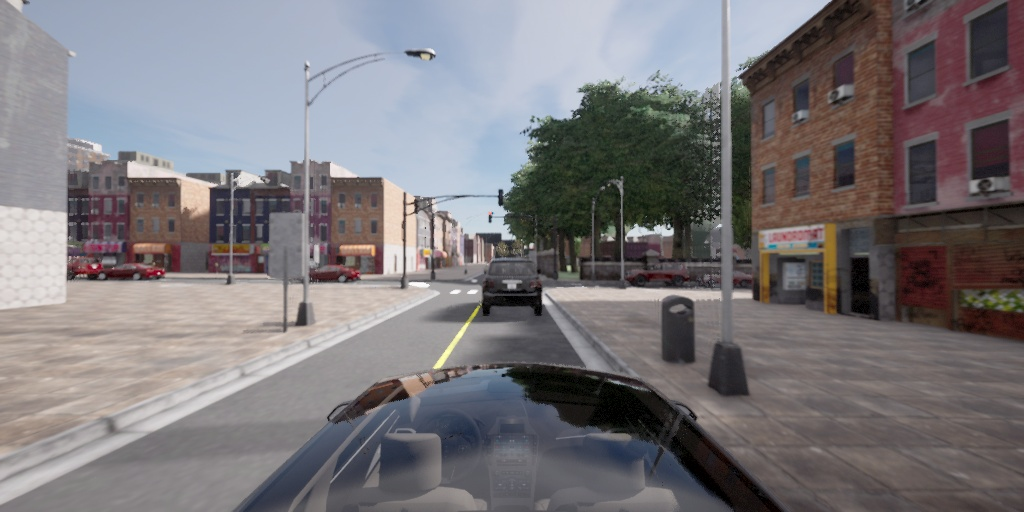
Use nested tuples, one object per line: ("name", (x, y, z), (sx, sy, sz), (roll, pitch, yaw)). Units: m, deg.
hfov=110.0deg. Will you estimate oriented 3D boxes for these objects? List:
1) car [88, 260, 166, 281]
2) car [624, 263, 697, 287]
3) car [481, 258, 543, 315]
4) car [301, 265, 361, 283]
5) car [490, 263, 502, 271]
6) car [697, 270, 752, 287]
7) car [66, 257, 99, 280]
("car", (-31.019, 1.270, 29.234), (4.507, 1.381, 1.888), (0, 0, 0))
("car", (11.719, 1.480, 29.070), (5.009, 1.841, 2.192), (0, 0, 0))
("car", (0.014, 1.099, 14.400), (2.150, 2.045, 5.566), (0, 0, 0))
("car", (-14.709, 1.427, 29.171), (4.507, 1.381, 1.888), (0, 0, 0))
("car", (-2.774, 1.961, 63.692), (1.895, 1.301, 4.718), (0, -1, 1))
("car", (17.167, 1.810, 29.049), (4.207, 1.307, 1.802), (0, 0, 0))
("car", (-36.456, 0.989, 29.254), (5.009, 1.841, 2.192), (0, 0, 0))
